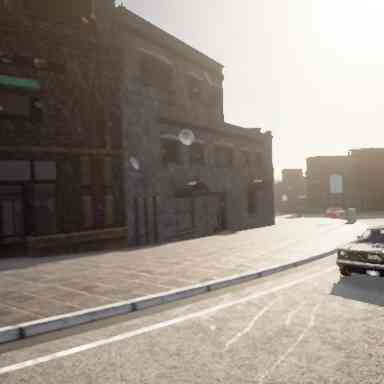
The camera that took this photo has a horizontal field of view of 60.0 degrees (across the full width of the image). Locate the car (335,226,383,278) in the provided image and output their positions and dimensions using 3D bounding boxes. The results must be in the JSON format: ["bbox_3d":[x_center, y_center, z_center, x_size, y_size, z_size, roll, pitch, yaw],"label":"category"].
[{"bbox_3d":[5.895,1.696,9.744,1.895,1.301,4.718,-1,-1,42],"label":"car"}]

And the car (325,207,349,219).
[{"bbox_3d":[21.546,3.045,49.452,2.097,1.767,4.553,-4,-4,-1],"label":"car"}]
